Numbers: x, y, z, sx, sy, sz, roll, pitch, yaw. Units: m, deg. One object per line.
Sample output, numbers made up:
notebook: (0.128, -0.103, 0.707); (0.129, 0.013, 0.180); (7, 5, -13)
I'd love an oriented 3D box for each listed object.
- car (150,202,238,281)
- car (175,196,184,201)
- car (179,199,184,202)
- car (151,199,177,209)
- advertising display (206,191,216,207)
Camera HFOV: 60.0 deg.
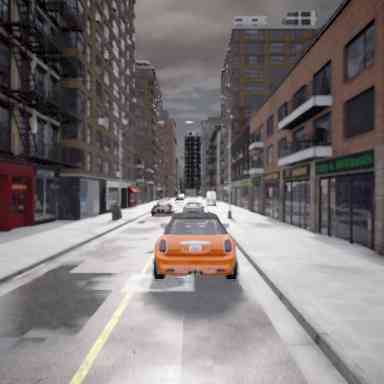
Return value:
car: (0.089, 1.362, 10.072); (2.097, 1.767, 4.553); (0, 0, 0)
car: (-2.718, 1.550, 72.711); (1.895, 1.301, 4.718); (0, 0, 0)
car: (0.108, 1.571, 28.436); (2.033, 1.411, 5.357); (0, 0, 0)
car: (-2.833, 1.590, 32.197); (1.994, 1.385, 4.181); (0, 0, 0)
advertising display: (3.037, 1.058, 51.889); (1.540, 2.440, 0.280); (0, 0, 0)
